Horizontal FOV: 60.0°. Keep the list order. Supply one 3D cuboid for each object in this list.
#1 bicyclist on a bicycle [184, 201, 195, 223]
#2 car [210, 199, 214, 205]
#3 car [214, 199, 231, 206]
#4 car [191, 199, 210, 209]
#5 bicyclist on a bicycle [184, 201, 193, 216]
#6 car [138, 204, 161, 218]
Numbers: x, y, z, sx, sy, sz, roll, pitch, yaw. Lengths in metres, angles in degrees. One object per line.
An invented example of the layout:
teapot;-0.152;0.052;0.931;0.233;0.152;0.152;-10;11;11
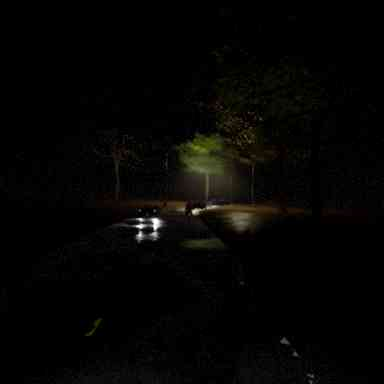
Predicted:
bicyclist on a bicycle;-0.202;1.587;26.111;0.866;1.612;1.509;1;-1;-3
car;4.639;2.255;74.763;1.812;1.442;4.674;0;-1;23
car;7.150;2.303;73.017;1.837;1.490;4.892;0;-1;26
car;1.145;2.094;54.090;1.994;1.385;4.181;0;-1;12
bicyclist on a bicycle;-0.386;1.730;35.359;0.866;1.612;1.509;0;-1;1
car;-4.296;1.884;34.130;1.895;1.301;4.718;0;-1;0
